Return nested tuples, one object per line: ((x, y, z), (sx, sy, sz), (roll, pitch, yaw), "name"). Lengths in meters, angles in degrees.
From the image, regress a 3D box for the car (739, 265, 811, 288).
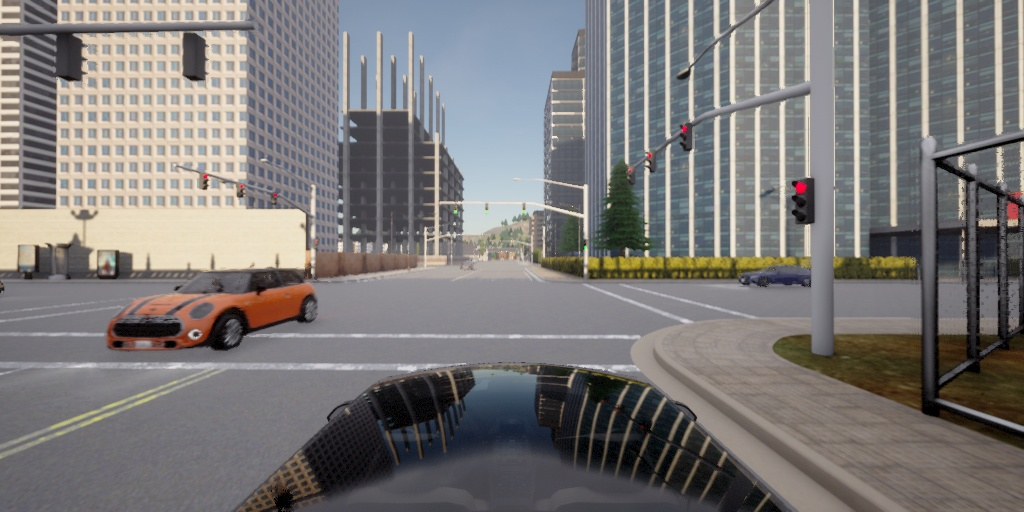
((17.688, 1.343, 23.858), (4.674, 1.442, 1.812), (0, 0, 0), "car")

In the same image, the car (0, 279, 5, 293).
((-27.010, 1.266, 16.784), (4.902, 1.511, 2.128), (0, 0, 0), "car")

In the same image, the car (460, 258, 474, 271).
((-6.989, 1.449, 56.315), (1.812, 1.442, 4.674), (0, 0, 0), "car")

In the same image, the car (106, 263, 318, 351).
((-6.998, 1.095, 9.054), (2.097, 1.767, 4.553), (0, 0, 0), "car")
